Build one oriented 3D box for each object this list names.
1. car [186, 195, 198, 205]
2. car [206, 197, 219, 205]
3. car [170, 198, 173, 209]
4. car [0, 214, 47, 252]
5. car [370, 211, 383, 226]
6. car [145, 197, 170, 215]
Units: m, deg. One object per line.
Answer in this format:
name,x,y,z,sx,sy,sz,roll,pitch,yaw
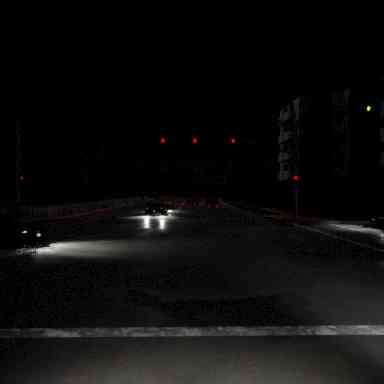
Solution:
car,-0.009,1.352,58.091,2.097,1.767,4.553,0,0,0
car,3.491,1.525,58.136,1.812,1.442,4.674,0,0,0
car,-3.582,1.477,44.405,1.882,1.535,5.008,0,0,0
car,-8.193,1.564,13.451,4.181,1.385,1.994,0,0,-1
car,13.952,1.505,21.173,4.892,1.490,1.837,0,0,-1
car,-3.588,1.525,33.930,1.812,1.442,4.674,0,0,0
